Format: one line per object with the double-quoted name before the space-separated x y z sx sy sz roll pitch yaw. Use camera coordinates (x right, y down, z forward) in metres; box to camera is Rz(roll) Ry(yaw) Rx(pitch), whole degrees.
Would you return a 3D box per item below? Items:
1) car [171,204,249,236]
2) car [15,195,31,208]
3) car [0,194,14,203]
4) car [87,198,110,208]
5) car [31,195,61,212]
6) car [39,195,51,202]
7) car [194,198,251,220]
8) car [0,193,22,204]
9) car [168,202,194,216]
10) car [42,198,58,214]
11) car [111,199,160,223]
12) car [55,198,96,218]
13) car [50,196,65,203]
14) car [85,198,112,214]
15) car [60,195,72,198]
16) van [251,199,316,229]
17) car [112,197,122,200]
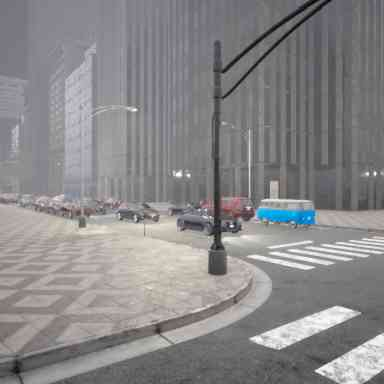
"car" 0.903 1.600 18.956 1.994 1.385 4.181 0 0 -36
"car" -24.108 1.562 48.789 2.008 1.369 4.403 0 0 -36
"car" -37.428 1.285 66.995 2.192 1.841 5.009 0 0 -36
"car" -13.884 1.601 49.254 1.802 1.307 4.206 0 0 -36
"car" -17.448 1.460 39.687 1.967 1.590 4.097 0 0 -36
"car" -33.981 1.481 76.733 1.752 1.417 4.829 0 0 -35
"car" 2.769 1.352 26.495 2.192 1.841 5.009 0 0 -36
"car" -34.097 1.298 62.443 2.192 1.841 5.009 0 0 -36
"car" -0.561 1.599 31.047 1.947 1.339 4.313 0 0 -36
"car" -14.117 1.606 35.135 1.802 1.307 4.206 0 0 -36
"car" -4.286 1.537 26.050 1.837 1.490 4.892 0 0 -36
"car" -10.787 1.572 30.584 1.887 1.381 4.507 0 0 -36
"car" -27.305 1.511 67.599 1.752 1.417 4.829 0 0 -36
"car" -10.420 1.531 34.446 1.837 1.490 4.892 0 0 -36
"car" -20.436 1.576 53.368 1.994 1.385 4.181 0 0 -36
"van" 6.100 1.379 21.942 1.690 1.788 3.998 0 0 -36
"car" -10.552 1.464 44.701 1.967 1.590 4.097 0 0 -36
